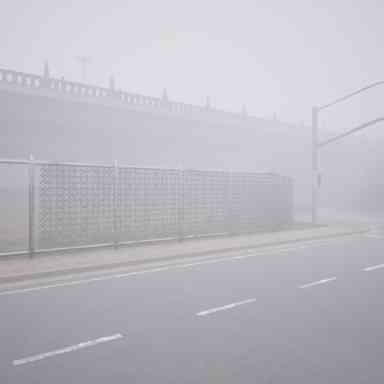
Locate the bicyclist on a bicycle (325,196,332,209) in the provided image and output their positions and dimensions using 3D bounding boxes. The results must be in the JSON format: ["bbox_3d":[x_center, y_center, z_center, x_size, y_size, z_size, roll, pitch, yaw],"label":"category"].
[{"bbox_3d":[17.735,1.356,43.290,1.656,1.620,0.582,0,0,-36],"label":"bicyclist on a bicycle"}]

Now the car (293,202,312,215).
[{"bbox_3d":[10.442,1.656,34.611,1.895,1.301,4.718,0,0,-36],"label":"car"}]
